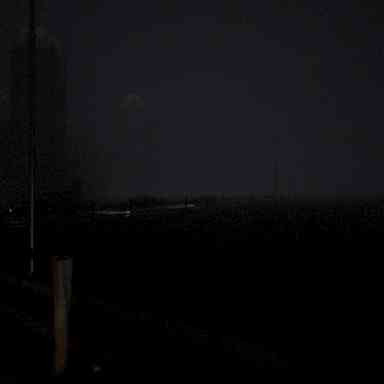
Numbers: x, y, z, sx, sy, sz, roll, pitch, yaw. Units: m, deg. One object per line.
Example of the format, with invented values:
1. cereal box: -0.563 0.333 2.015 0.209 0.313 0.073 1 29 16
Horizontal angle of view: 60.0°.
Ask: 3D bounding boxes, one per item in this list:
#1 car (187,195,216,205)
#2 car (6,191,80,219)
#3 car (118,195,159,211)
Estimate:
1. car: 1.261 1.017 44.730 1.895 1.301 4.718 1 2 35
2. car: -11.617 0.954 26.470 2.150 2.045 5.566 1 1 35
3. car: -5.569 1.060 35.060 1.882 1.535 5.008 1 1 35
